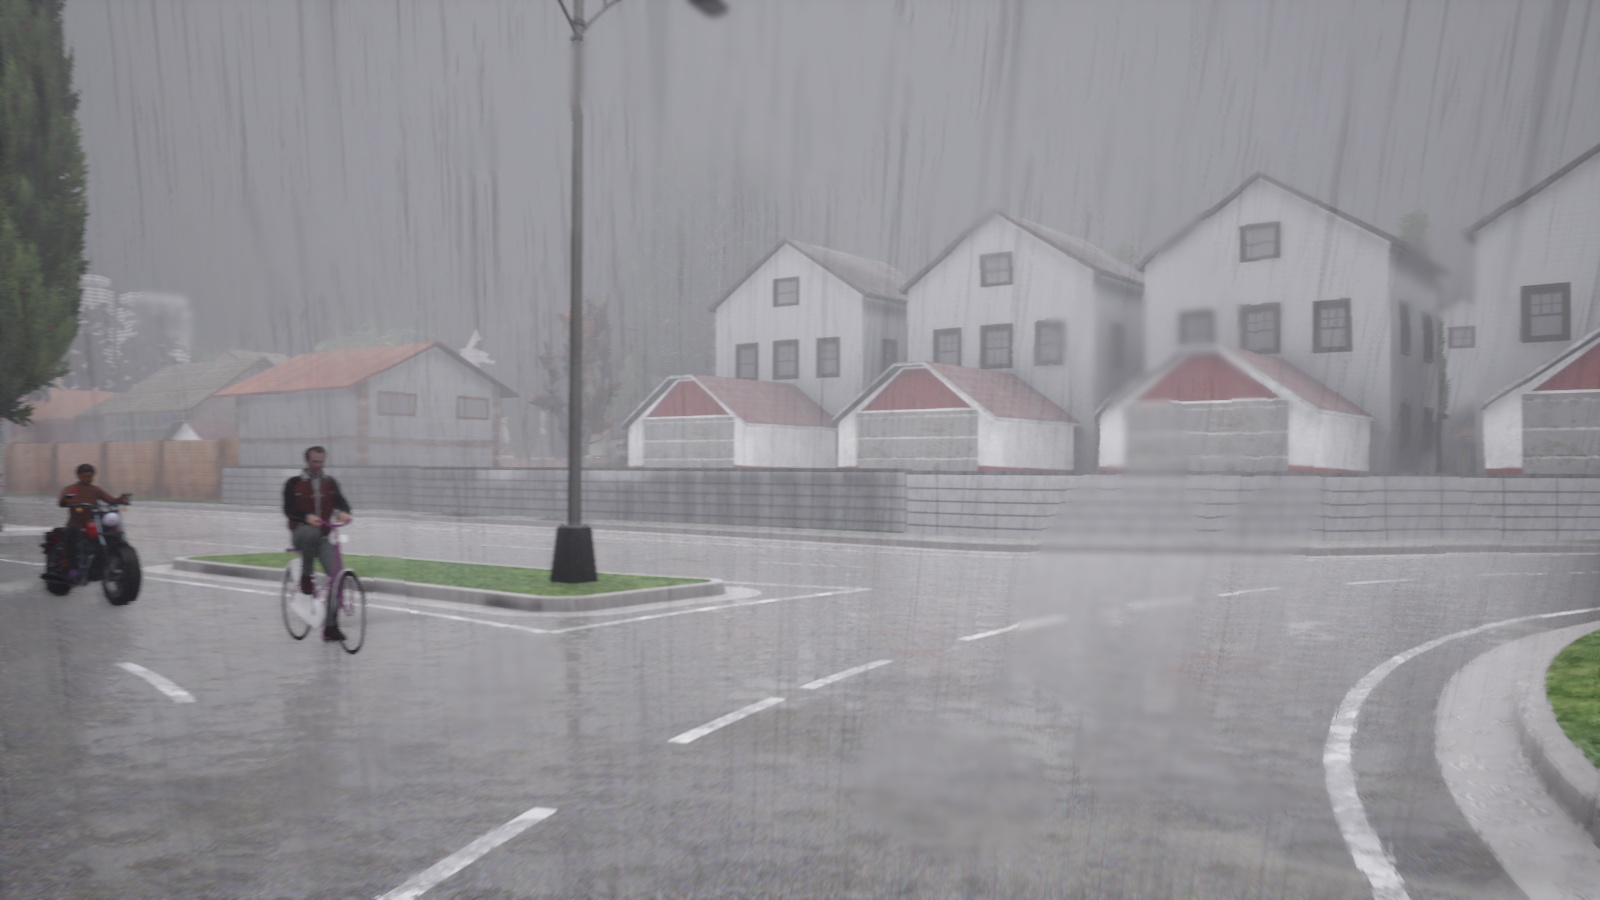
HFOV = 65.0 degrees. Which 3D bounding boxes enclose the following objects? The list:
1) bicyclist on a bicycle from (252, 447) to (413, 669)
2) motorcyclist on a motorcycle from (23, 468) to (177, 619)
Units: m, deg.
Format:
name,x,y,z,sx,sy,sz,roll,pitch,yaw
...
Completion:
name,x,y,z,sx,sy,sz,roll,pitch,yaw
bicyclist on a bicycle,-4.106,0.880,10.957,0.659,1.776,1.843,1,-1,-43
motorcyclist on a motorcycle,-8.238,1.034,14.730,2.350,1.649,0.766,-1,-1,39
